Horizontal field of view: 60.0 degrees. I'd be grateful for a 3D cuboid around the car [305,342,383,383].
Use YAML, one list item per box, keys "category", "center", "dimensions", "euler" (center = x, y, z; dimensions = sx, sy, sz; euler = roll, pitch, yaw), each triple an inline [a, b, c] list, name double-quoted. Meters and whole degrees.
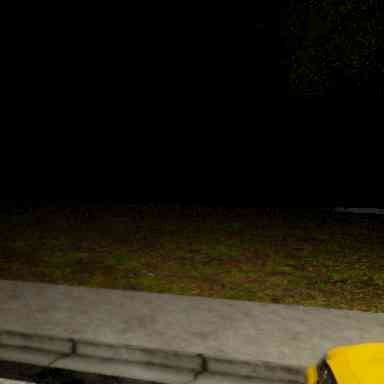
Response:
- category: "car"
  center: [3.716, 1.725, 2.517]
  dimensions: [5.366, 1.575, 1.801]
  euler: [1, -3, 11]
